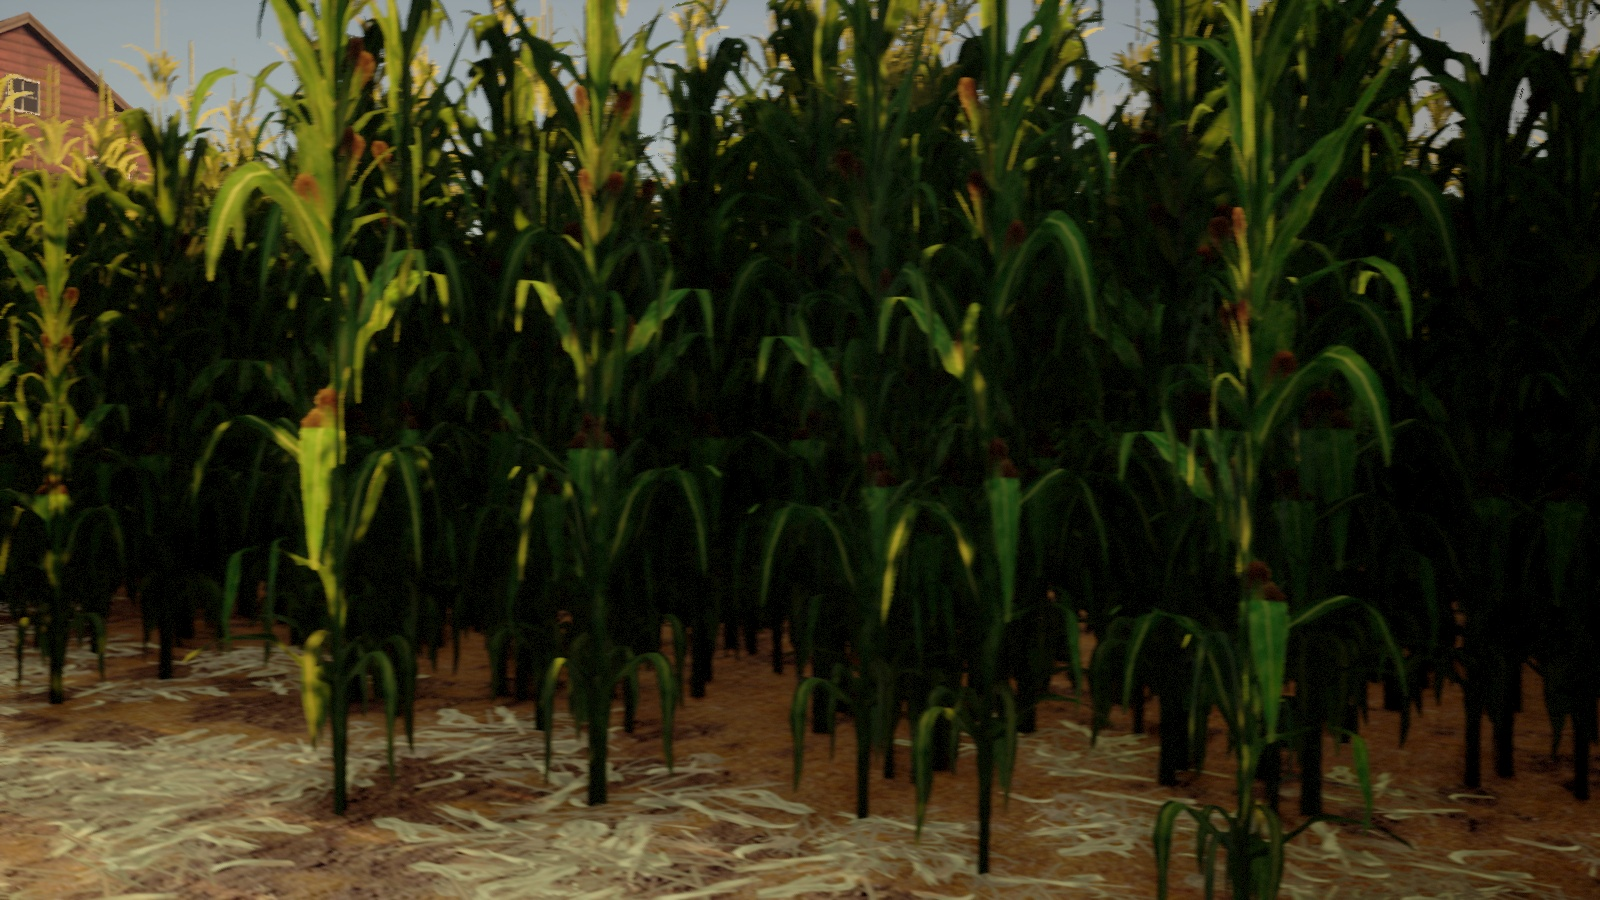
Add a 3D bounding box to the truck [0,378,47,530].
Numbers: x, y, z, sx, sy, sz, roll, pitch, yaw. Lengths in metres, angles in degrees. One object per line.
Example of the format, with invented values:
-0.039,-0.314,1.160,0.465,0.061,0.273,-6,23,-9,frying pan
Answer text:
-15.108,0.090,19.484,2.627,2.467,5.204,0,1,33,truck
